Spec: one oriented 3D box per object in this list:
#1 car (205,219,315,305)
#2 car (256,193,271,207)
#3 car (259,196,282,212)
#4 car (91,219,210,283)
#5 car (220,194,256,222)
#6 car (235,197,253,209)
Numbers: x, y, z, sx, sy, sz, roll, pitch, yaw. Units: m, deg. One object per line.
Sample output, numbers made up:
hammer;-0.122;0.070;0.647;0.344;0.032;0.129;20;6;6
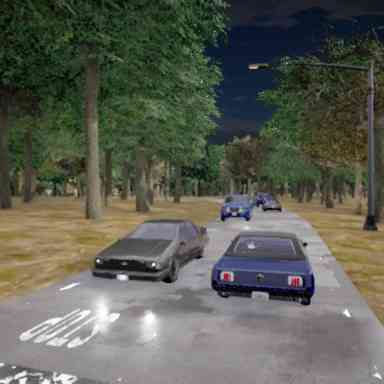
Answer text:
car;1.858;1.596;8.168;1.895;1.301;4.718;0;0;16
car;10.122;1.103;47.724;2.150;2.045;5.566;0;0;3
car;9.019;1.505;37.776;1.994;1.385;4.181;0;0;8
car;-0.836;1.544;10.060;2.033;1.411;5.357;0;0;16
car;3.638;1.203;26.400;2.150;2.045;5.566;0;0;13
car;6.687;1.372;42.986;2.033;1.411;5.357;0;0;6
